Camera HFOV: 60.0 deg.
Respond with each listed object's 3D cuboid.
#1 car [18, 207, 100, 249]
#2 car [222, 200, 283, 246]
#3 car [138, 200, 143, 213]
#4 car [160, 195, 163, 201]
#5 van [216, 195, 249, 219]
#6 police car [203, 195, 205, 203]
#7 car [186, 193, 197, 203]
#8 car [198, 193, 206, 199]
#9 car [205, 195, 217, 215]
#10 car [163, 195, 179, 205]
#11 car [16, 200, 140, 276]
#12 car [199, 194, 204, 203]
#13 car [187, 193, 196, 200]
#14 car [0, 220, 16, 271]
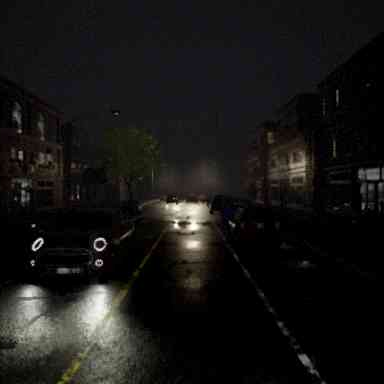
[{"bbox_3d":[-5.703,1.473,14.982,1.887,1.381,4.507,-1,0,0],"label":"car"},{"bbox_3d":[2.676,1.369,14.988,1.967,1.590,4.097,-1,0,0],"label":"car"},{"bbox_3d":[-5.715,1.416,31.614,1.947,1.339,4.313,-1,0,0],"label":"car"},{"bbox_3d":[-5.741,1.246,70.422,1.802,1.307,4.206,0,0,0],"label":"car"},{"bbox_3d":[2.672,1.244,20.531,1.690,1.788,3.998,-1,0,0],"label":"van"},{"bbox_3d":[2.967,1.205,46.310,1.930,1.638,5.238,0,0,0],"label":"police car"},{"bbox_3d":[-0.041,1.191,60.315,1.882,1.535,5.008,0,0,0],"label":"car"},{"bbox_3d":[2.627,1.108,87.230,1.752,1.417,4.829,-1,0,0],"label":"car"},{"bbox_3d":[2.664,1.165,31.619,2.192,1.841,5.009,-1,0,0],"label":"car"},{"bbox_3d":[-3.101,1.255,52.774,1.837,1.490,4.892,0,0,0],"label":"car"},{"bbox_3d":[-3.108,1.303,10.267,2.097,1.767,4.553,0,0,0],"label":"car"},{"bbox_3d":[2.646,1.262,59.340,1.887,1.381,4.507,-1,0,0],"label":"car"},{"bbox_3d":[-0.053,0.999,77.077,1.994,1.385,4.181,0,0,0],"label":"car"},{"bbox_3d":[-5.699,1.521,9.439,1.947,1.339,4.313,-1,0,0],"label":"car"}]
